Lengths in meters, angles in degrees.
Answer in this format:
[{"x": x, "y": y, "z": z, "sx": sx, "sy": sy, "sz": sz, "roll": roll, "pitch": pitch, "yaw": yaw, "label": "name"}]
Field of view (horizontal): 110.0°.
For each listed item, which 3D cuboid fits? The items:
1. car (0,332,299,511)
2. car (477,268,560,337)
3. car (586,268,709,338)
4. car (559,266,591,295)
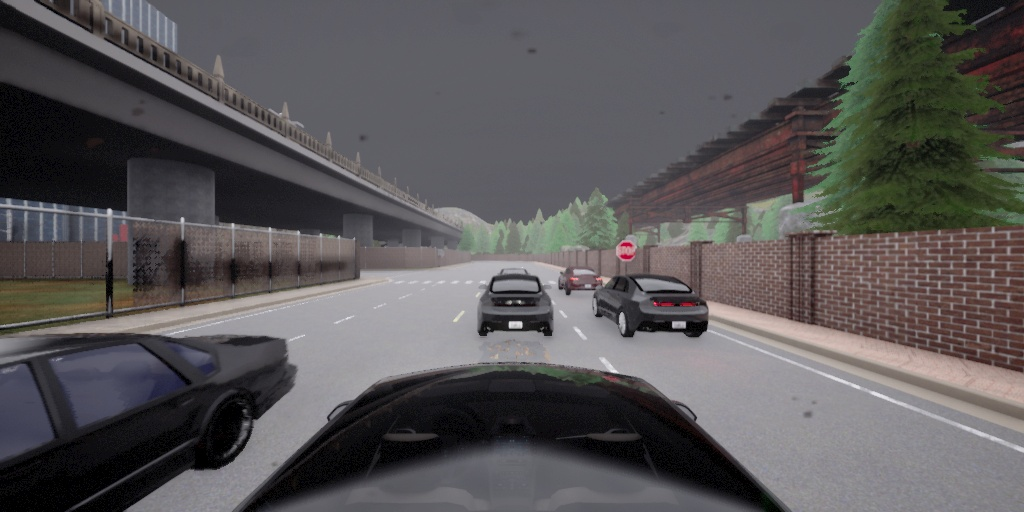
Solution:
[{"x": -3.600, "y": 1.297, "z": 2.126, "sx": 2.033, "sy": 1.411, "sz": 5.357, "roll": 0, "pitch": 0, "yaw": 0, "label": "car"}, {"x": 0.092, "y": 1.252, "z": 10.288, "sx": 1.837, "sy": 1.490, "sz": 4.892, "roll": 0, "pitch": 0, "yaw": 0, "label": "car"}, {"x": 3.604, "y": 1.250, "z": 10.162, "sx": 1.837, "sy": 1.490, "sz": 4.892, "roll": 0, "pitch": 0, "yaw": 0, "label": "car"}, {"x": 3.628, "y": 1.268, "z": 19.379, "sx": 1.812, "sy": 1.442, "sz": 4.674, "roll": 0, "pitch": 0, "yaw": 0, "label": "car"}]
